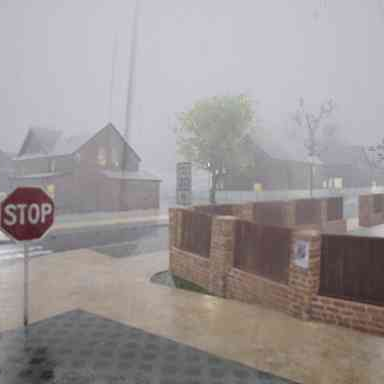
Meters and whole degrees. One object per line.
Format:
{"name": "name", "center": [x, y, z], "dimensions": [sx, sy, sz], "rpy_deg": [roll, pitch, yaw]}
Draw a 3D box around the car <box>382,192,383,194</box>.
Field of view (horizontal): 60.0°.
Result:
{"name": "car", "center": [22.182, 0.543, 36.419], "dimensions": [4.892, 1.490, 1.837], "rpy_deg": [-2, 2, -41]}
